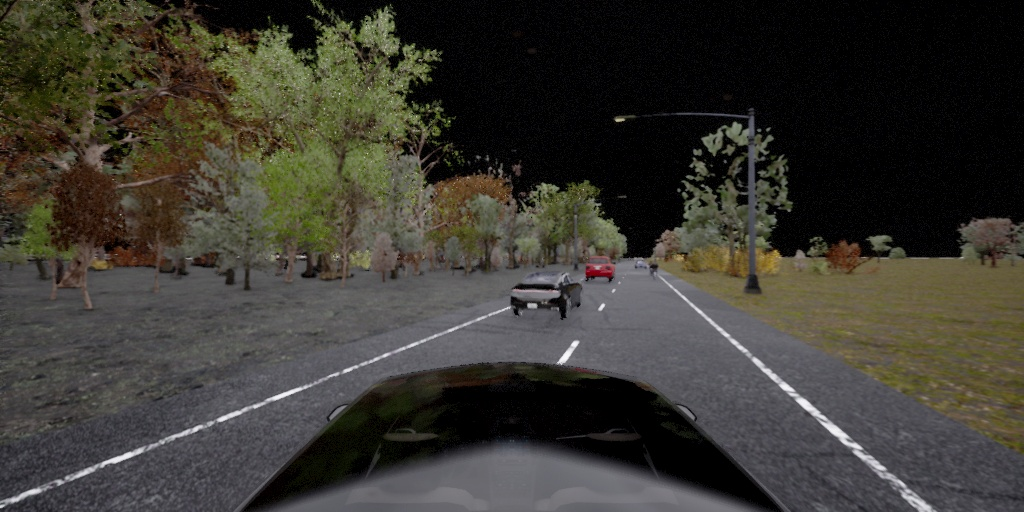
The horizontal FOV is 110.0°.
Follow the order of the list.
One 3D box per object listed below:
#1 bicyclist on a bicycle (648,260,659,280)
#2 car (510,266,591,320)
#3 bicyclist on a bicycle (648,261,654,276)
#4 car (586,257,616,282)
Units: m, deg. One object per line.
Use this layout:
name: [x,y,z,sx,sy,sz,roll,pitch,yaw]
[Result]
bicyclist on a bicycle: [12.116,1.241,30.435,0.659,1.776,1.843,0,0,19]
car: [1.425,1.301,13.177,2.128,1.511,4.902,0,0,19]
bicyclist on a bicycle: [15.035,1.361,38.740,0.582,1.620,1.656,0,-1,19]
car: [7.725,1.110,31.114,2.150,2.045,5.566,0,0,19]
